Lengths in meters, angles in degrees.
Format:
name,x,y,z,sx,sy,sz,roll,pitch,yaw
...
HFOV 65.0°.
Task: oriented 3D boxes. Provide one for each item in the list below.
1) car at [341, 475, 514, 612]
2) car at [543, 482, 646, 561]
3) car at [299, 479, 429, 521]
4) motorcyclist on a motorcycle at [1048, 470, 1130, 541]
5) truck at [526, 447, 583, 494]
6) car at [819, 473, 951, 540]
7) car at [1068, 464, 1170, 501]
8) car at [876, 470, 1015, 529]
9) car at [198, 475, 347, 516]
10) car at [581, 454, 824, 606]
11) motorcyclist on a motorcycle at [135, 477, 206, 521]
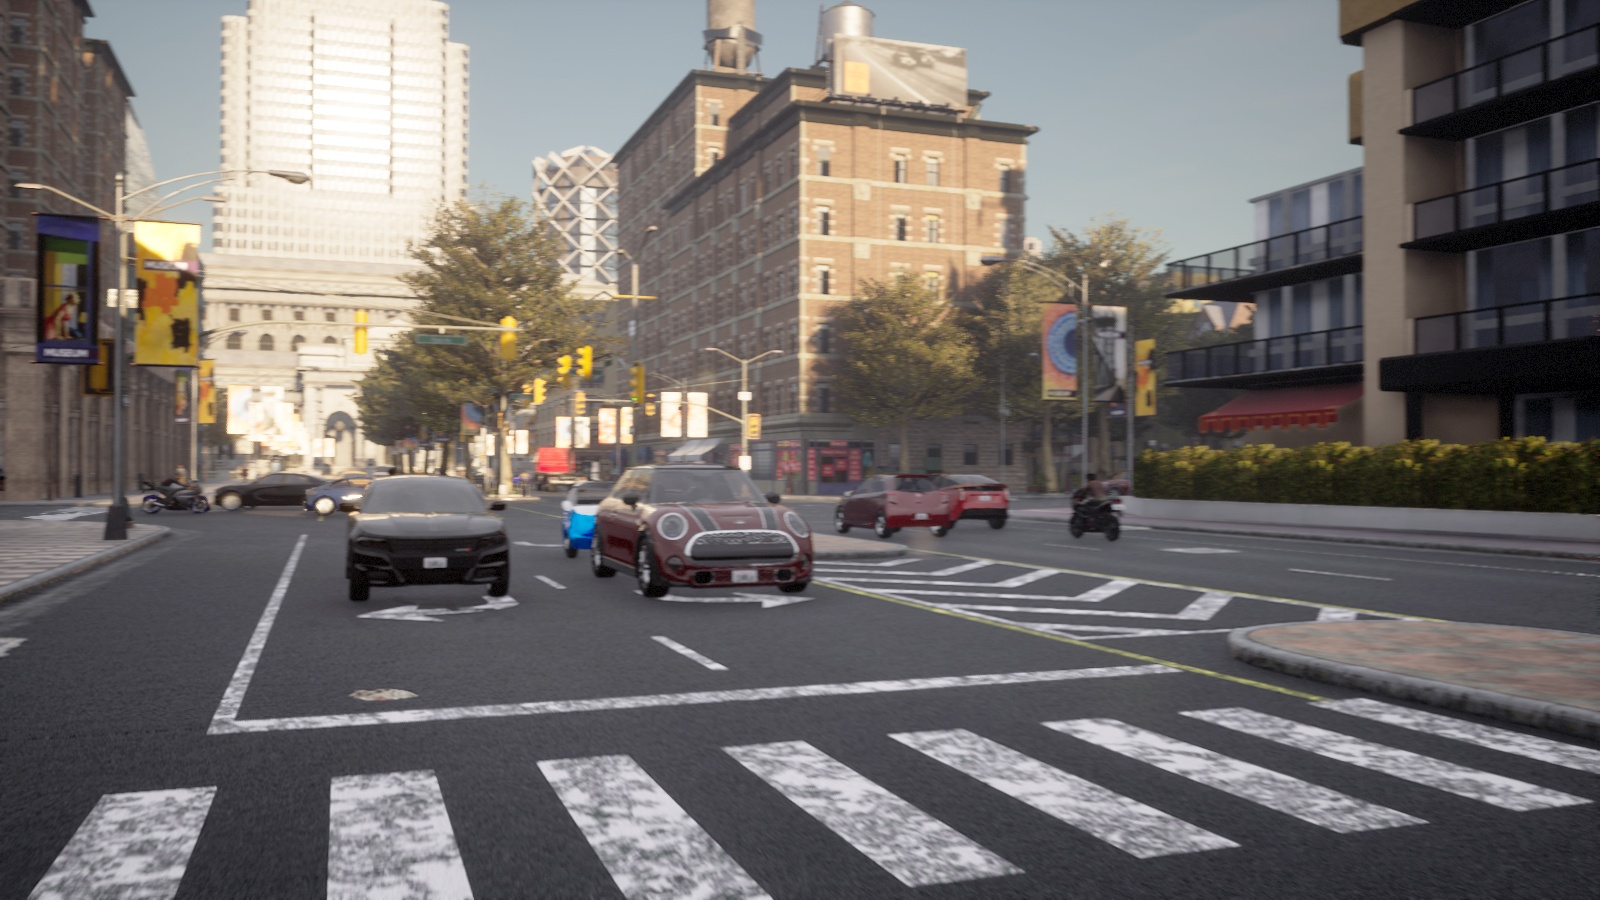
name,x,y,z,sx,sy,sz,roll,pitch,yaw
car,-5.164,1.111,16.932,1.882,1.535,5.008,0,-1,-21
car,-3.873,1.288,23.426,1.481,1.376,2.207,0,-1,-21
car,-15.221,1.716,43.862,4.181,1.385,1.994,0,-1,-21
motorcyclist on a motorcycle,6.516,1.232,28.467,0.797,1.523,2.044,0,-1,-21
truck,-18.695,1.556,95.290,2.891,3.462,7.936,0,-1,-21
car,2.003,1.328,30.513,1.845,1.501,3.633,0,-1,-21
car,16.089,1.630,63.371,4.553,1.767,2.097,0,-1,-21
car,3.967,1.325,35.130,2.007,1.525,4.514,0,-1,-21
car,-20.448,1.747,48.834,5.008,1.535,1.882,0,-1,-4
car,-1.502,0.971,17.141,2.097,1.767,4.553,0,-1,-21
motorcyclist on a motorcycle,-22.444,1.751,44.835,2.191,1.530,0.866,0,-1,-21
